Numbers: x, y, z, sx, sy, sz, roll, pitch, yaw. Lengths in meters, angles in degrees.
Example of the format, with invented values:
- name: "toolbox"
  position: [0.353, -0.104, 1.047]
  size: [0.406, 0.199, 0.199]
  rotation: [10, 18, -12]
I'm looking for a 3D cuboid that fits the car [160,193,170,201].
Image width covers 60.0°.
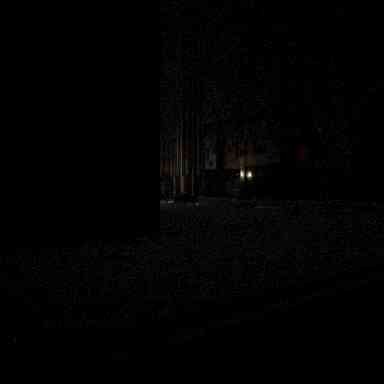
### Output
- name: "car"
  position: [-4.461, 0.919, 60.401]
  size: [1.895, 1.301, 4.718]
  rotation: [0, 1, -35]

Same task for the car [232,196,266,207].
- name: "car"
  position: [7.385, 1.169, 43.418]
  size: [1.895, 1.301, 4.718]
  rotation: [0, 1, -35]

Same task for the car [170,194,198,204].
- name: "car"
  position: [-0.888, 1.003, 49.545]
  size: [1.994, 1.385, 4.181]
  rotation: [0, 1, -35]
